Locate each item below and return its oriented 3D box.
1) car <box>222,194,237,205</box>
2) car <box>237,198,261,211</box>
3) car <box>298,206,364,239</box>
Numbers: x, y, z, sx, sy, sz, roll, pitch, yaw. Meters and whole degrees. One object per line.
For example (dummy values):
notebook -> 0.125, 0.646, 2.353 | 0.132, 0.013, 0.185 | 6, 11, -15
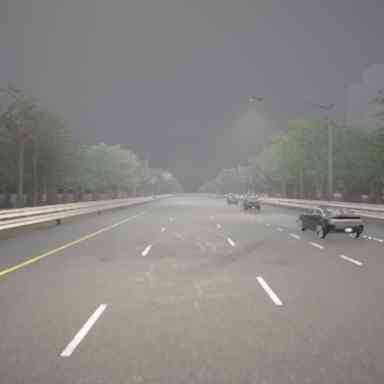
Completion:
car -> 7.115, 1.493, 59.257 | 2.128, 1.511, 4.902 | 0, 0, 0
car -> 7.070, 1.553, 40.452 | 1.837, 1.490, 4.892 | 0, 0, 0
car -> 7.015, 1.493, 17.305 | 2.128, 1.511, 4.902 | 0, 0, 0
